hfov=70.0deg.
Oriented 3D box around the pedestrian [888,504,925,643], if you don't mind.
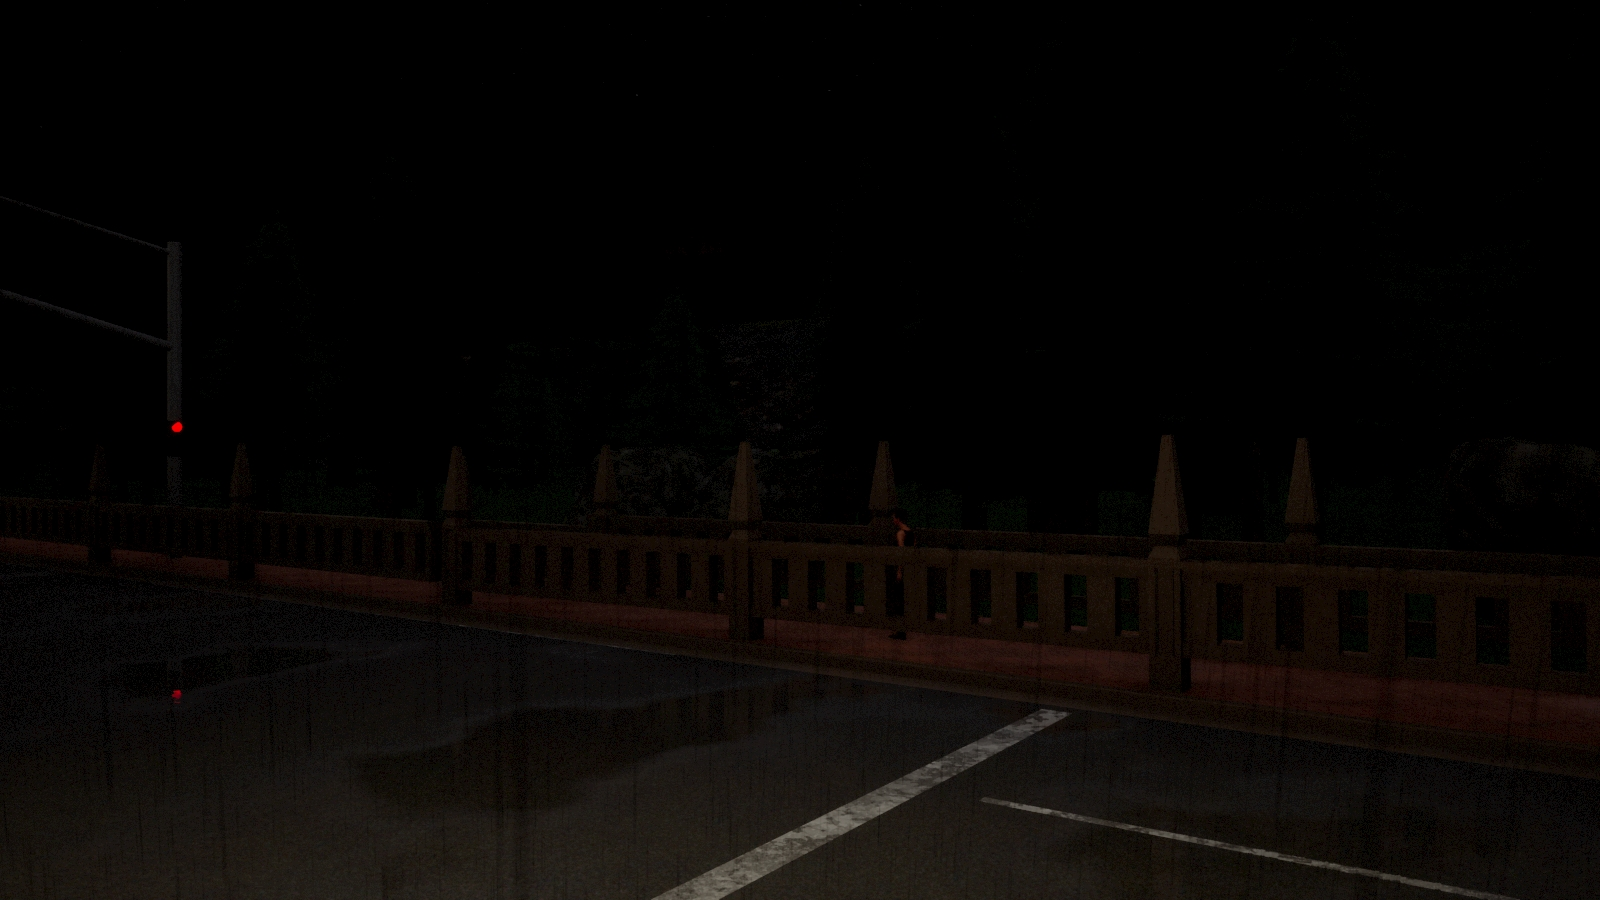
[{"bbox_3d":[1.474,1.694,15.762,0.375,1.860,0.375,0,0,35],"label":"pedestrian"}]
